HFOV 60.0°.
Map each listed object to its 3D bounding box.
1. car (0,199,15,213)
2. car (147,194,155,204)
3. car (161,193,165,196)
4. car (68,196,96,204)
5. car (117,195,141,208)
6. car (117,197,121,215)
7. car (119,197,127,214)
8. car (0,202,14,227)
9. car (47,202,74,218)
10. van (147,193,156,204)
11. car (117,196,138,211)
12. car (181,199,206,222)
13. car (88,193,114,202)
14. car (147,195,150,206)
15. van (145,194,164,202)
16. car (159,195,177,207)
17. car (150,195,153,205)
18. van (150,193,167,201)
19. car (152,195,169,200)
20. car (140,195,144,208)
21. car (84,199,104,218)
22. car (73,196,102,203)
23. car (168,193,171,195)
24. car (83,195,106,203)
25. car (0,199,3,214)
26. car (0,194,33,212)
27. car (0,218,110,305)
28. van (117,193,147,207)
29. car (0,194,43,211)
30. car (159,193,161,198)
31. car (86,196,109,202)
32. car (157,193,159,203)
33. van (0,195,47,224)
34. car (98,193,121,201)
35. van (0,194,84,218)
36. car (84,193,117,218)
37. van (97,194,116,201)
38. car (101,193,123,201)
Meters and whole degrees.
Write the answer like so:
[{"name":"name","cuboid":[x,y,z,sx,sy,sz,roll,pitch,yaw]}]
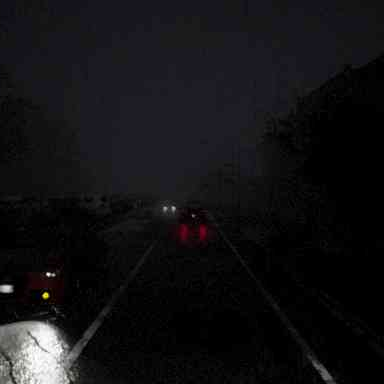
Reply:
[{"name":"car","cuboid":[-21.943,1.500,35.801,4.674,1.452,2.002,0,0,0]},{"name":"car","cuboid":[-8.881,1.510,52.964,5.008,1.535,2.097,0,0,0]},{"name":"car","cuboid":[-8.874,1.303,66.981,5.566,2.045,2.435,0,0,0]},{"name":"car","cuboid":[-21.987,1.556,66.593,4.892,1.521,2.231,0,0,0]},{"name":"car","cuboid":[-9.055,1.463,38.947,5.366,1.575,1.946,0,0,0]},{"name":"car","cuboid":[-8.853,1.449,27.742,4.892,1.521,2.231,0,0,0]},{"name":"car","cuboid":[-8.831,1.480,30.539,4.792,1.488,2.163,0,0,0]},{"name":"car","cuboid":[-8.811,1.324,10.916,4.553,1.767,2.185,0,0,0]},{"name":"car","cuboid":[-8.840,1.450,16.525,4.892,1.521,2.231,0,0,0]},{"name":"van","cuboid":[-8.773,1.293,55.768,4.442,1.987,1.878,0,0,0]},{"name":"car","cuboid":[-8.862,1.459,36.147,5.008,1.535,2.097,0,0,0]},{"name":"car","cuboid":[0.107,1.507,26.295,1.812,1.442,4.674,0,0,0]},{"name":"car","cuboid":[-22.026,1.347,80.474,5.566,2.045,2.435,0,0,0]},{"name":"car","cuboid":[-8.851,1.522,47.357,4.792,1.488,2.163,0,0,0]},{"name":"van","cuboid":[-9.035,1.373,80.997,4.442,1.987,1.878,0,0,0]},{"name":"car","cuboid":[-3.319,1.577,50.451,2.033,1.411,5.357,0,0,0]},{"name":"car","cuboid":[-8.854,1.531,50.160,4.792,1.488,2.163,0,0,0]},{"name":"van","cuboid":[-9.045,1.399,89.405,4.442,1.987,1.878,0,0,0]},{"name":"car","cuboid":[-8.932,1.669,95.016,4.674,1.452,2.002,0,0,0]},{"name":"car","cuboid":[-8.902,1.505,41.750,4.792,1.488,2.163,0,0,0]},{"name":"car","cuboid":[-8.845,1.449,22.131,5.008,1.535,2.097,0,0,0]},{"name":"car","cuboid":[-21.799,1.560,69.370,5.366,1.575,1.946,0,0,0]},{"name":"car","cuboid":[-8.897,1.365,86.605,5.566,2.045,2.435,0,0,0]},{"name":"car","cuboid":[-22.022,1.455,74.921,4.553,1.767,2.185,0,0,0]},{"name":"car","cuboid":[-21.938,1.455,33.140,5.008,1.535,2.097,0,0,0]},{"name":"car","cuboid":[-21.920,1.216,38.709,5.566,2.045,2.435,0,0,0]},{"name":"car","cuboid":[-3.347,1.550,7.973,1.994,1.385,4.181,0,0,0]},{"name":"van","cuboid":[-8.760,1.258,44.555,4.442,1.987,1.878,0,0,0]},{"name":"car","cuboid":[-21.924,1.224,41.371,5.566,2.045,2.435,0,0,0]},{"name":"car","cuboid":[-8.868,1.420,64.177,4.553,1.767,2.185,0,0,0]},{"name":"car","cuboid":[-21.965,1.619,77.698,4.792,1.488,2.163,0,0,0]},{"name":"car","cuboid":[-8.864,1.411,61.374,4.553,1.767,2.185,0,0,0]},{"name":"van","cuboid":[-8.728,1.224,13.720,4.442,1.987,1.878,0,0,0]},{"name":"car","cuboid":[-22.035,1.373,88.801,5.566,2.045,2.435,0,0,0]},{"name":"van","cuboid":[-8.964,1.223,19.327,4.442,1.987,1.878,0,0,0]},{"name":"car","cuboid":[-8.882,1.197,24.934,5.566,2.045,2.435,0,0,0]},{"name":"van","cuboid":[-22.120,1.390,86.024,4.442,1.987,1.878,0,0,0]},{"name":"car","cuboid":[-21.982,1.377,91.577,5.566,2.045,2.435,0,0,0]}]
